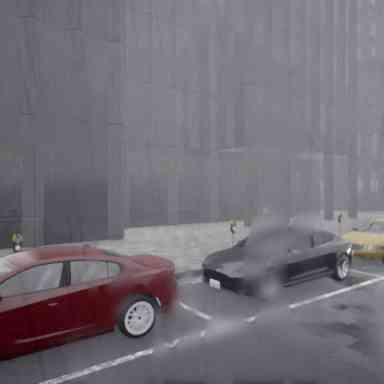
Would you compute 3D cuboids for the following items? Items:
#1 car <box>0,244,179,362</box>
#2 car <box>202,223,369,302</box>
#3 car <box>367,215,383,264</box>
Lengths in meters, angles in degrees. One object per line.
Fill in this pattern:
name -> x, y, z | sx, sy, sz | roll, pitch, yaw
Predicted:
car -> -2.331, 1.543, 4.989 | 4.507, 1.381, 1.887 | 0, 0, -36
car -> 2.255, 1.557, 8.266 | 4.313, 1.339, 1.947 | 0, 0, -36
car -> 6.702, 1.510, 11.445 | 4.829, 1.417, 1.752 | 0, 0, -36
